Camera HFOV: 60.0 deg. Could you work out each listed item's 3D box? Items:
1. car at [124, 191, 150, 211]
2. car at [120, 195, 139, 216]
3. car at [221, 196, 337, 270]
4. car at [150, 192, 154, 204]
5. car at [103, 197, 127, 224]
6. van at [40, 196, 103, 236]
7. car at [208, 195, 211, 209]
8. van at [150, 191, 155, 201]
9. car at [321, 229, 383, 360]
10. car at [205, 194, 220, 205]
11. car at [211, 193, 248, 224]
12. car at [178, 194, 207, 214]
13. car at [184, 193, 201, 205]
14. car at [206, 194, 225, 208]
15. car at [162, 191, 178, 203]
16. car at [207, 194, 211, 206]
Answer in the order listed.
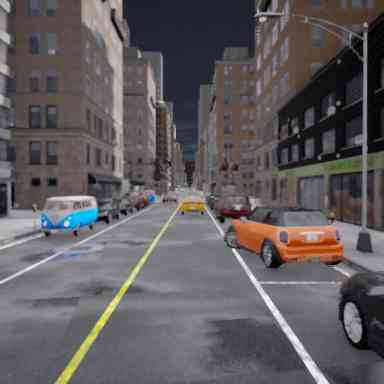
[{"bbox_3d":[-5.859,0.832,32.964,2.192,1.841,5.009,0,1,0],"label":"car"},{"bbox_3d":[-5.860,1.165,27.383,1.947,1.339,4.313,0,1,0],"label":"car"},{"bbox_3d":[2.719,1.194,10.803,2.097,1.767,4.553,0,1,-12],"label":"car"},{"bbox_3d":[-5.861,0.979,38.554,1.887,1.381,4.507,0,1,0],"label":"car"},{"bbox_3d":[-5.859,1.248,21.797,1.947,1.339,4.313,0,1,0],"label":"car"},{"bbox_3d":[-5.858,1.104,16.209,1.690,1.788,3.998,0,1,0],"label":"van"},{"bbox_3d":[2.666,1.150,27.389,2.008,1.369,4.403,0,1,0],"label":"car"},{"bbox_3d":[-5.862,0.693,44.136,1.690,1.788,3.998,0,1,0],"label":"van"},{"bbox_3d":[3.145,1.456,3.193,1.837,1.490,4.892,0,1,0],"label":"car"},{"bbox_3d":[2.663,0.934,44.143,1.802,1.307,4.206,0,1,0],"label":"car"},{"bbox_3d":[2.667,0.997,21.801,2.192,1.841,5.009,0,1,0],"label":"car"},{"bbox_3d":[0.073,1.056,28.803,1.882,1.535,5.008,0,1,0],"label":"car"},{"bbox_3d":[0.055,0.905,43.770,2.033,1.411,5.357,0,1,0],"label":"car"},{"bbox_3d":[2.664,1.000,38.558,1.947,1.339,4.313,0,1,0],"label":"car"},{"bbox_3d":[-3.021,0.660,47.059,2.097,1.767,4.553,0,1,0],"label":"car"},{"bbox_3d":[2.665,1.083,32.973,1.947,1.339,4.313,0,1,0],"label":"car"}]
